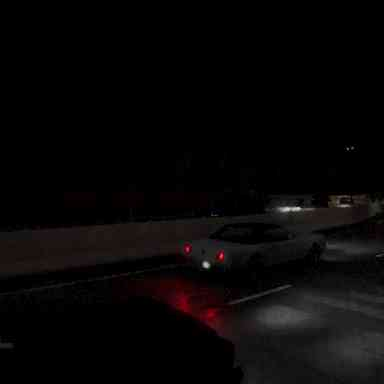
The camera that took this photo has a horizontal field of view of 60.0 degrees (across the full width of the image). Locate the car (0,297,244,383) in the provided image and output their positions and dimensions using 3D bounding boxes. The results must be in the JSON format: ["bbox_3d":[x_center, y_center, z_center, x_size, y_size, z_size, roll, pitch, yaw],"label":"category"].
[{"bbox_3d":[-1.850,1.608,2.562,4.718,1.301,1.895,0,0,-36],"label":"car"}]

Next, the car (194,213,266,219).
[{"bbox_3d":[2.242,1.205,19.778,5.566,2.045,2.150,0,0,-44],"label":"car"}]

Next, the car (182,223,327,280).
[{"bbox_3d":[2.074,1.588,10.019,4.718,1.301,1.895,0,0,-39],"label":"car"}]
